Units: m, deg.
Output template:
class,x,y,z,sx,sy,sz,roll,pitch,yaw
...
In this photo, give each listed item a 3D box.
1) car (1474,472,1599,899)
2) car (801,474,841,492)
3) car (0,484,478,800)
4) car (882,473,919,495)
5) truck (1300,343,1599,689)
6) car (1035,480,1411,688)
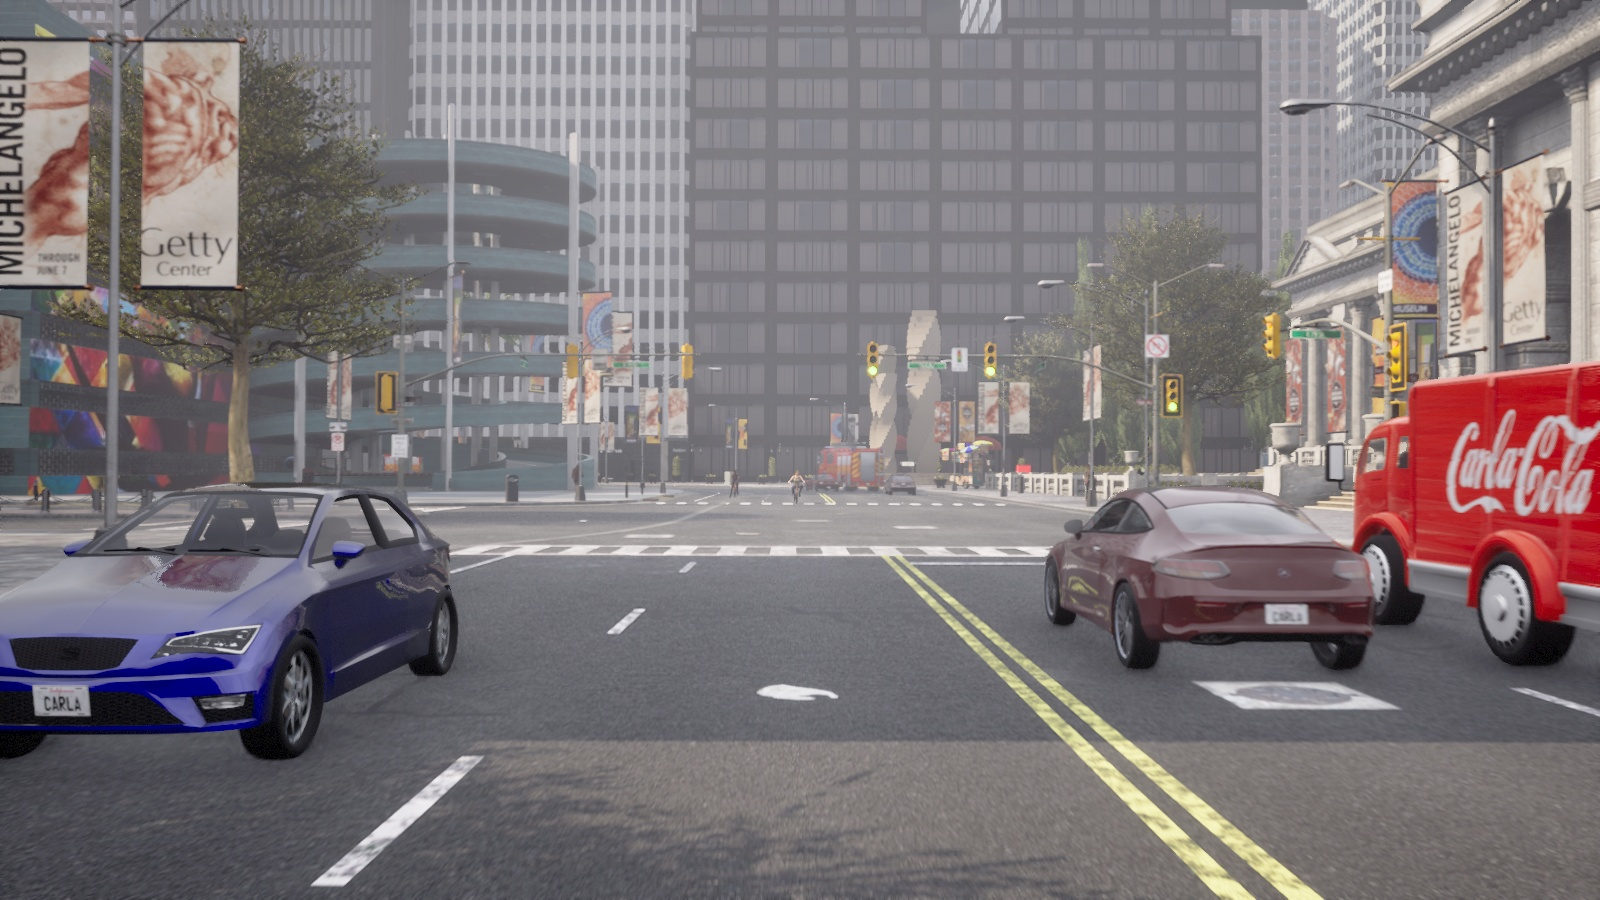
class,x,y,z,sx,sy,sz,roll,pitch,yaw
car,3.505,0.791,2.047,2.128,1.511,4.902,0,-1,-1
car,1.609,2.522,96.385,1.895,1.301,4.718,0,-1,-14
car,-3.540,0.979,8.130,1.816,1.474,4.193,0,-1,0
car,6.738,2.252,84.631,2.033,1.411,5.357,0,-1,-1
truck,6.973,0.497,11.557,2.627,2.467,5.204,0,-1,0
car,3.473,1.016,11.355,1.812,1.442,4.674,0,-1,0
